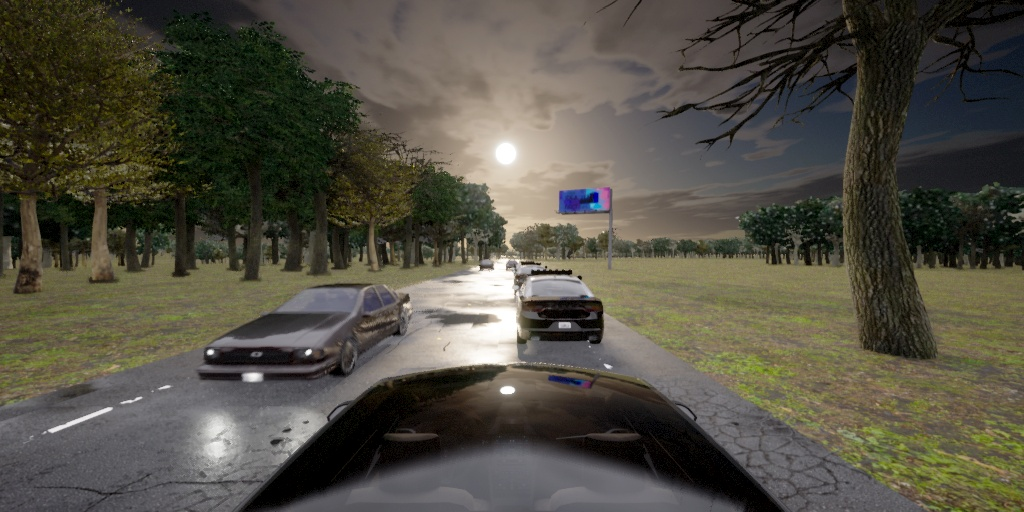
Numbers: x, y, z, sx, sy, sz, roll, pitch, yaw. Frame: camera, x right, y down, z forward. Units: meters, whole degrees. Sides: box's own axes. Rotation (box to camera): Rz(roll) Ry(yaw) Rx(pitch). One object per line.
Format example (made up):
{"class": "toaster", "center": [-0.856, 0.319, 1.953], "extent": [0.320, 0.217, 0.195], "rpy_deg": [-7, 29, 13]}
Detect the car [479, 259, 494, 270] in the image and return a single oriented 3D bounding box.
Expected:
{"class": "car", "center": [-3.601, 1.232, 51.412], "extent": [1.882, 1.535, 5.008], "rpy_deg": [0, 0, 0]}

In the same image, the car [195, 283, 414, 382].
{"class": "car", "center": [-3.599, 1.297, 7.639], "extent": [2.033, 1.411, 5.357], "rpy_deg": [0, 0, 0]}

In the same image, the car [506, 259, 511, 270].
{"class": "car", "center": [0.052, 1.356, 52.571], "extent": [1.895, 1.301, 4.718], "rpy_deg": [0, 0, 0]}

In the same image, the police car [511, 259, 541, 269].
{"class": "police car", "center": [1.048, 1.173, 19.722], "extent": [1.930, 1.638, 5.238], "rpy_deg": [0, 0, 0]}

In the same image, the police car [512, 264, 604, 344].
{"class": "police car", "center": [1.049, 1.174, 9.721], "extent": [1.930, 1.638, 5.238], "rpy_deg": [0, 0, 0]}
